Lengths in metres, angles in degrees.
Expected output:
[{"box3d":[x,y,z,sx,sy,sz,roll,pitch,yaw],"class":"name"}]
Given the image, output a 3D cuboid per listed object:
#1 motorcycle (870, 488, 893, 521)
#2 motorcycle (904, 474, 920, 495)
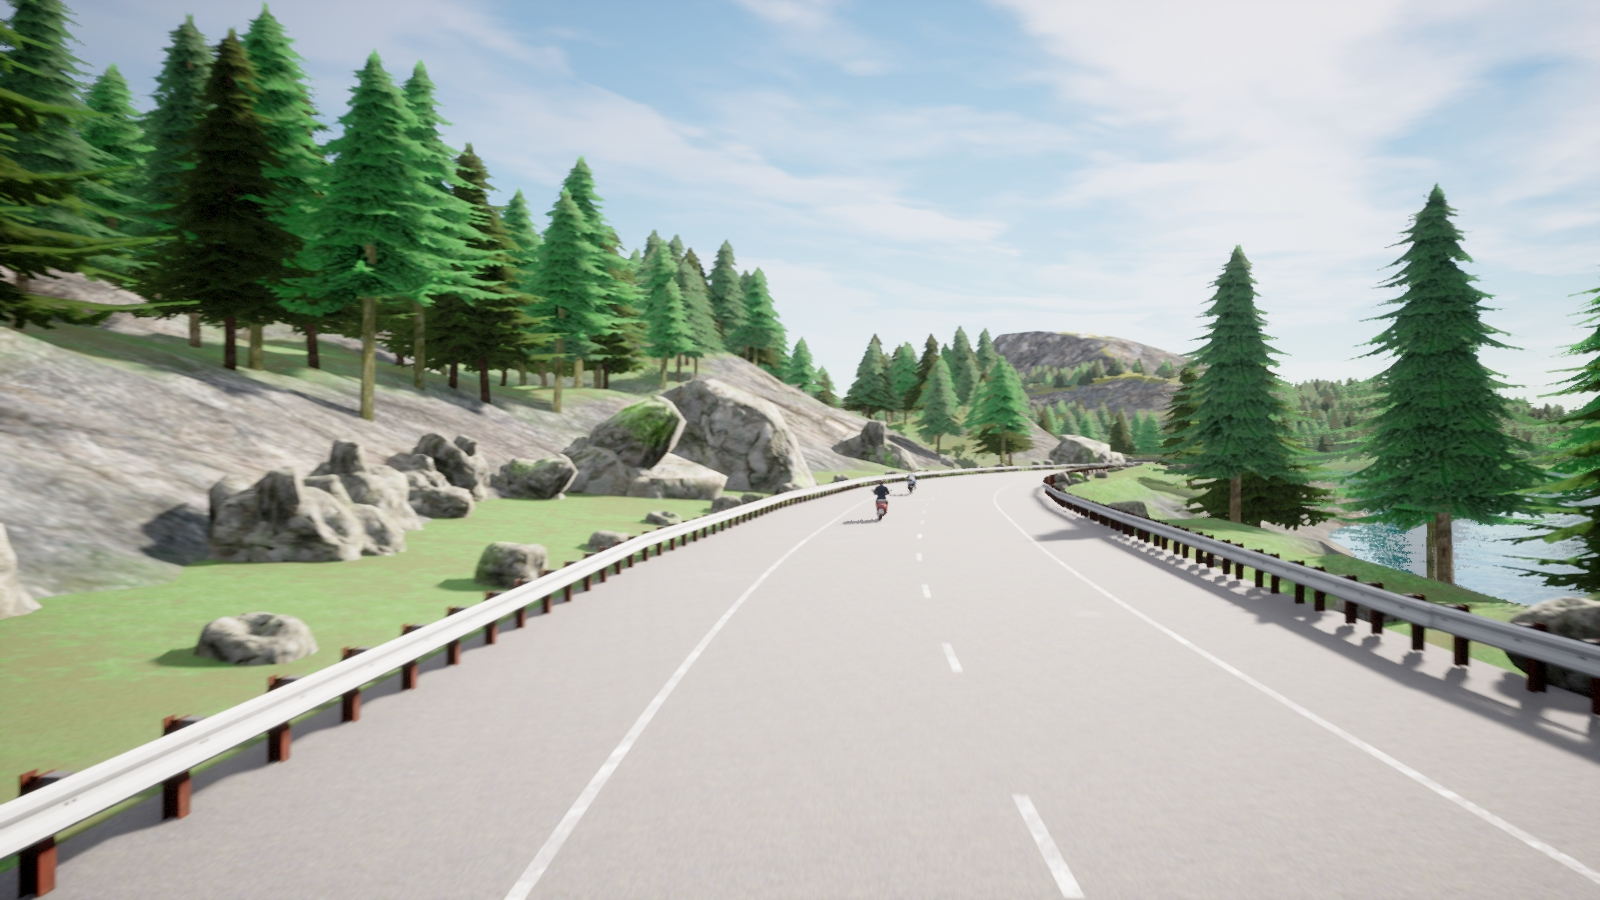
[{"box3d":[3.279,2.184,45.936,0.856,1.236,1.805,0,0,6],"class":"motorcycle"},{"box3d":[7.077,2.182,72.139,0.803,1.217,2.033,1,0,11],"class":"motorcycle"}]
